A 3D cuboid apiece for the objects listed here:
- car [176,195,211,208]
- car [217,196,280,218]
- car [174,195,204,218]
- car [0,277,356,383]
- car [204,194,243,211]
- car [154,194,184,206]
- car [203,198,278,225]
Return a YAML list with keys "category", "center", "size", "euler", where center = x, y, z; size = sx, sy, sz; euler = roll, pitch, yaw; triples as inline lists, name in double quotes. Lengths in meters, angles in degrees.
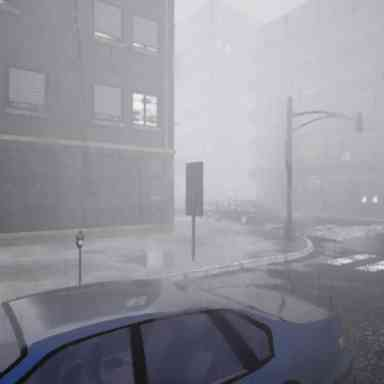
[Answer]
- category: "car"
  center: [0.061, 1.133, 40.294]
  size: [2.008, 1.369, 4.403]
  euler: [1, 0, -36]
- category: "car"
  center: [4.273, 1.288, 24.597]
  size: [1.837, 1.490, 4.892]
  euler: [0, 1, -36]
- category: "car"
  center: [-0.109, 1.250, 26.249]
  size: [1.752, 1.417, 4.829]
  euler: [1, 0, -36]
- category: "car"
  center: [-0.854, 1.548, 2.646]
  size: [5.357, 1.411, 2.033]
  euler: [0, 0, -35]
- category: "car"
  center: [3.331, 1.099, 35.786]
  size: [1.967, 1.590, 4.097]
  euler: [1, 0, -36]
- category: "car"
  center: [-3.205, 1.056, 44.802]
  size: [2.008, 1.369, 4.403]
  euler: [1, 0, -36]
- category: "car"
  center: [3.057, 1.351, 21.879]
  size: [2.008, 1.369, 4.403]
  euler: [1, 0, -36]
